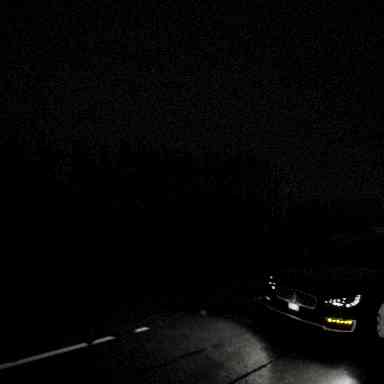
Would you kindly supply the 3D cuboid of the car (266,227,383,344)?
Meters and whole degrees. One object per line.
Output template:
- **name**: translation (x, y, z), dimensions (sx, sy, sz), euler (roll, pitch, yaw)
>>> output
- **car**: translation (3.535, 1.504, 6.509), dimensions (4.892, 1.490, 1.837), euler (0, 0, -35)
